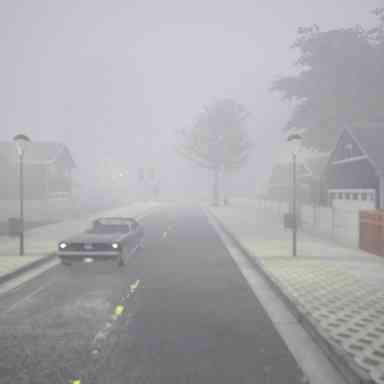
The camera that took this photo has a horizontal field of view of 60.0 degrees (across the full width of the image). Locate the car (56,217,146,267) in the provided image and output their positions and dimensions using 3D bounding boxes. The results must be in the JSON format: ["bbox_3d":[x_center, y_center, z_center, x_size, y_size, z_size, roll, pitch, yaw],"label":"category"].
[{"bbox_3d":[-2.821,1.557,11.326,1.895,1.301,4.718,0,0,1],"label":"car"}]

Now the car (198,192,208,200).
[{"bbox_3d":[3.229,1.155,87.526,1.967,1.590,4.097,0,0,0],"label":"car"}]
